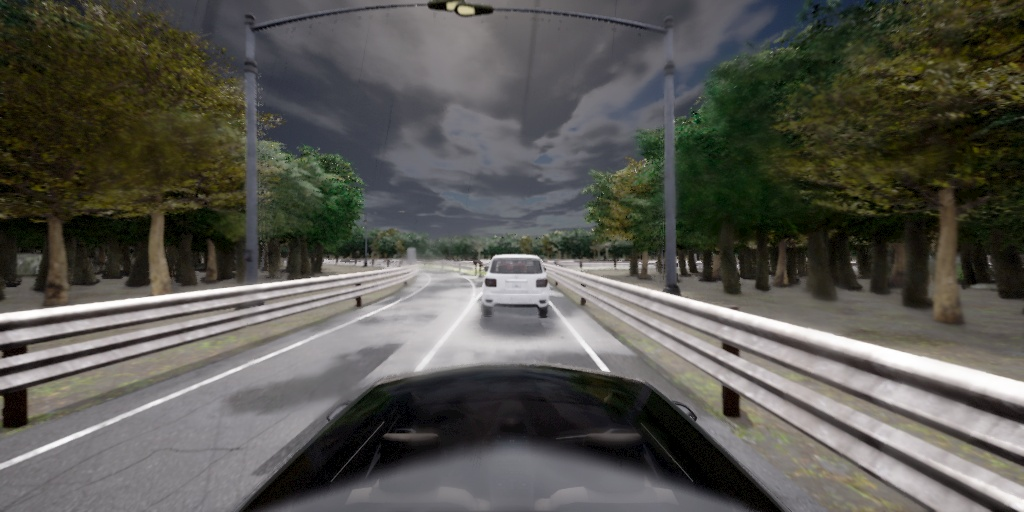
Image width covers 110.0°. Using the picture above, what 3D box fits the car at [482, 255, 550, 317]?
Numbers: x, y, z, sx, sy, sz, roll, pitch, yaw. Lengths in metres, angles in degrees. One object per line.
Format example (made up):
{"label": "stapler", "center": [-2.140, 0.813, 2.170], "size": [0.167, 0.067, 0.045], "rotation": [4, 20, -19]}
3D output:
{"label": "car", "center": [0.126, 0.977, 13.404], "size": [2.150, 2.045, 5.566], "rotation": [0, 0, 0]}
